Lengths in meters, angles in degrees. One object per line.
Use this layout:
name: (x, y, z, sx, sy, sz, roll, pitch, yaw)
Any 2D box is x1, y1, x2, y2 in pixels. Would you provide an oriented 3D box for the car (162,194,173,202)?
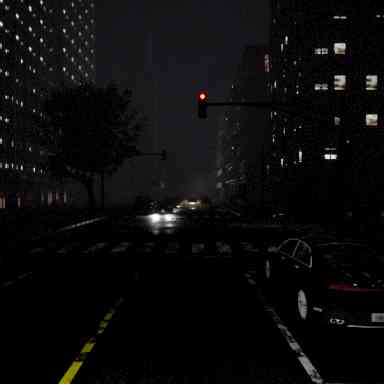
car: (-5.700, 1.386, 77.959, 2.192, 1.841, 5.009, 0, 0, 0)

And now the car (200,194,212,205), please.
car: (2.683, 1.611, 61.391, 1.947, 1.339, 4.313, 0, 0, 0)

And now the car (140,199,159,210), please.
car: (-5.697, 1.592, 44.822, 1.947, 1.339, 4.313, 0, 0, 0)

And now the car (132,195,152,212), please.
car: (-5.696, 1.336, 39.299, 2.192, 1.841, 5.009, 0, 0, 0)

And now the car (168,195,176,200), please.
car: (-5.702, 1.654, 94.528, 2.008, 1.369, 4.403, 0, 0, 0)

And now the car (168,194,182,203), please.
car: (-3.085, 1.566, 57.669, 1.812, 1.442, 4.674, 0, 0, 0)

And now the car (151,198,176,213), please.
car: (-3.093, 1.620, 37.150, 1.895, 1.301, 4.718, 0, 0, -1)

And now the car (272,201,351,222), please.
car: (8.101, 1.395, 23.302, 4.892, 1.490, 1.837, -1, 0, -6)

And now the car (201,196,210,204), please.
car: (2.682, 1.578, 67.084, 1.752, 1.417, 4.829, 0, 0, 0)

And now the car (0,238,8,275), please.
car: (-5.692, 1.545, 6.911, 1.887, 1.381, 4.507, 0, 0, 0)

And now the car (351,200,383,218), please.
car: (13.423, 1.350, 26.319, 4.403, 1.369, 2.008, -1, 1, -1)

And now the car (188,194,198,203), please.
car: (0.091, 1.656, 68.903, 1.895, 1.301, 4.718, 0, 0, 0)

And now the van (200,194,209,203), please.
van: (2.681, 1.402, 72.438, 1.690, 1.788, 3.998, 0, 0, 0)

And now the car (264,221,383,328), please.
car: (2.688, 1.551, 6.912, 2.008, 1.369, 4.403, 0, 0, 0)

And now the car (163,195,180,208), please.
car: (-3.103, 1.554, 46.841, 1.812, 1.442, 4.674, 0, 0, 0)

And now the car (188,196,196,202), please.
car: (-0.008, 1.668, 78.905, 1.895, 1.301, 4.718, 0, 0, 0)
